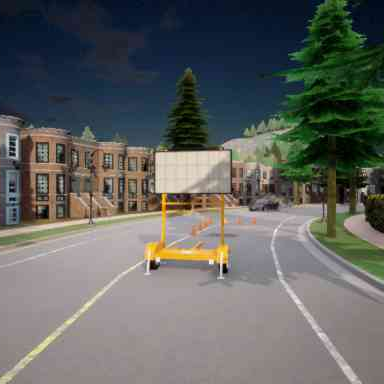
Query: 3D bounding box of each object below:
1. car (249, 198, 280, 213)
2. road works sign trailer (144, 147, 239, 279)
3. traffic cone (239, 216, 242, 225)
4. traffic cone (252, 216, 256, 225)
[{"bbox_3d":[8.184,1.505,37.378,1.837,1.490,4.892,-1,0,40],"label":"car"},{"bbox_3d":[0.057,0.464,10.180,2.380,3.560,2.880,0,0,12],"label":"road works sign trailer"},{"bbox_3d":[3.263,1.954,22.789,0.340,0.580,0.340,0,0,12],"label":"traffic cone"},{"bbox_3d":[4.240,1.955,22.582,0.340,0.580,0.340,0,0,12],"label":"traffic cone"}]
